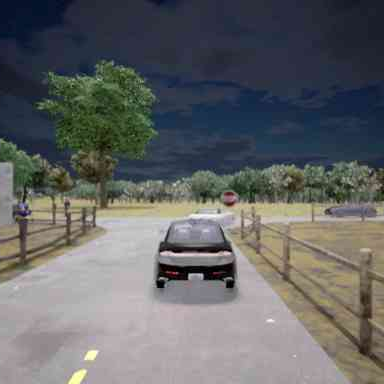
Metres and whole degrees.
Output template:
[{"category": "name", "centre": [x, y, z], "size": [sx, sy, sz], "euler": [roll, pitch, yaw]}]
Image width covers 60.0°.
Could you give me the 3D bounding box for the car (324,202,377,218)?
[{"category": "car", "centre": [13.922, 1.566, 29.302], "size": [4.181, 1.385, 1.994], "euler": [0, -2, 1]}]

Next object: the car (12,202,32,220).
[{"category": "car", "centre": [-15.732, 1.241, 26.318], "size": [5.566, 2.045, 2.150], "euler": [0, -2, 1]}]

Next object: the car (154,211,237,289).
[{"category": "car", "centre": [0.077, 1.495, 9.135], "size": [2.128, 1.511, 4.902], "euler": [0, 0, 0]}]

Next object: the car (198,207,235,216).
[{"category": "car", "centre": [1.455, 1.624, 21.888], "size": [1.895, 1.301, 4.718], "euler": [-1, 0, 21]}]

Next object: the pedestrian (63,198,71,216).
[{"category": "pedestrian", "centre": [-12.195, 1.437, 32.320], "size": [0.375, 1.860, 0.375], "euler": [0, -1, 0]}]
